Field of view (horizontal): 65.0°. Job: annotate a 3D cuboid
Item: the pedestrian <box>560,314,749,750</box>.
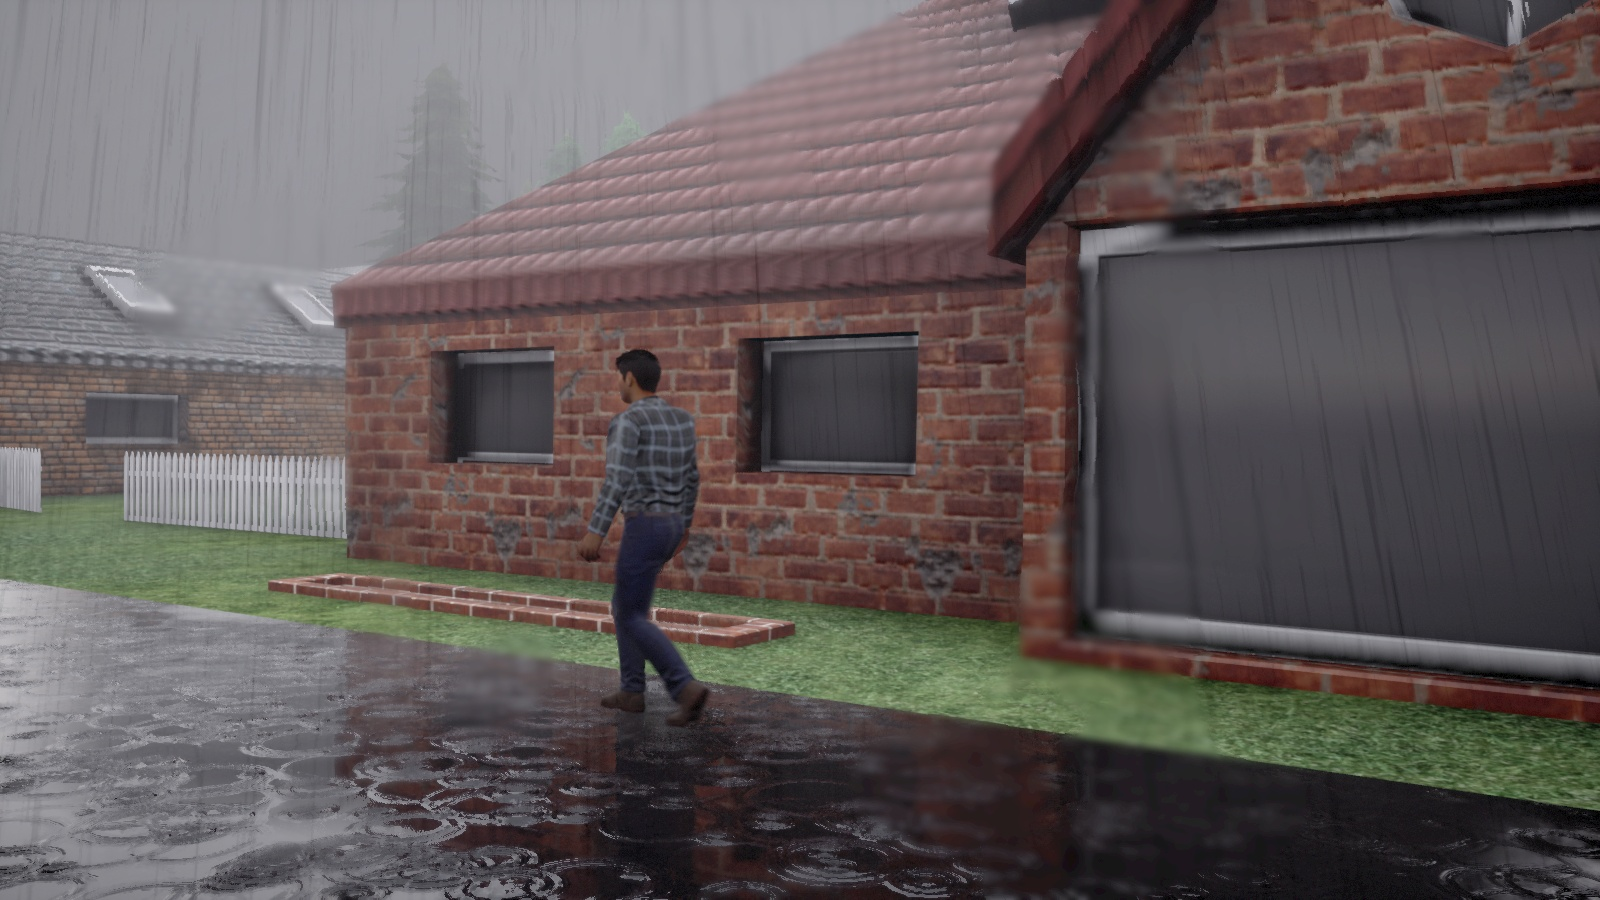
[{"bbox_3d":[-0.697,0.365,6.001,0.788,1.949,0.423,0,1,33],"label":"pedestrian"}]
